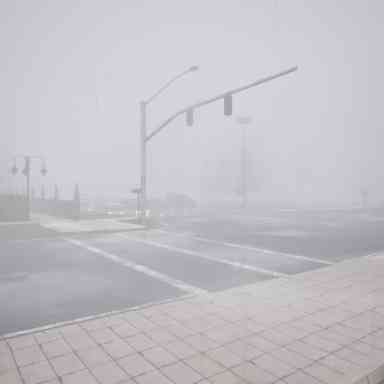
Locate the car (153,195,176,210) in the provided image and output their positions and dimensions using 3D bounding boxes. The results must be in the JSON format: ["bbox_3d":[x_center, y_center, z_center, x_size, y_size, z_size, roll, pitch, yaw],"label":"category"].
[{"bbox_3d":[-4.510,1.505,44.014,1.837,1.490,4.892,0,0,-36],"label":"car"}]

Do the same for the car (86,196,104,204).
[{"bbox_3d":[-18.572,1.506,63.393,1.837,1.490,4.892,0,0,-36],"label":"car"}]

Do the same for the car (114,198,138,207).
[{"bbox_3d":[-10.480,1.601,52.200,1.895,1.301,4.718,0,0,-36],"label":"car"}]

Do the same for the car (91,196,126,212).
[{"bbox_3d":[-10.037,1.526,39.719,1.812,1.442,4.674,0,0,-36],"label":"car"}]

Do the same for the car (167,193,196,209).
[{"bbox_3d":[-1.691,1.221,46.092,2.150,2.045,5.566,0,0,-36],"label":"car"}]

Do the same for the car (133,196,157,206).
[{"bbox_3d":[-7.676,1.505,54.301,1.837,1.490,4.892,0,0,-36],"label":"car"}]

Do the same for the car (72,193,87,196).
[{"bbox_3d":[-19.648,1.220,58.880,2.150,2.045,5.566,0,0,-36],"label":"car"}]

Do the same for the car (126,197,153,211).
[{"bbox_3d":[-7.456,1.547,42.116,2.033,1.411,5.357,0,0,-36],"label":"car"}]

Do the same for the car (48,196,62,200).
[{"bbox_3d":[-24.888,1.503,60.166,1.837,1.490,4.892,0,0,-36],"label":"car"}]

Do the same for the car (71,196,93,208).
[{"bbox_3d":[-16.158,1.601,48.105,1.895,1.301,4.718,0,0,-36],"label":"car"}]

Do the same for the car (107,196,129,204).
[{"bbox_3d":[-14.057,1.548,63.118,2.033,1.411,5.357,0,0,-36],"label":"car"}]
